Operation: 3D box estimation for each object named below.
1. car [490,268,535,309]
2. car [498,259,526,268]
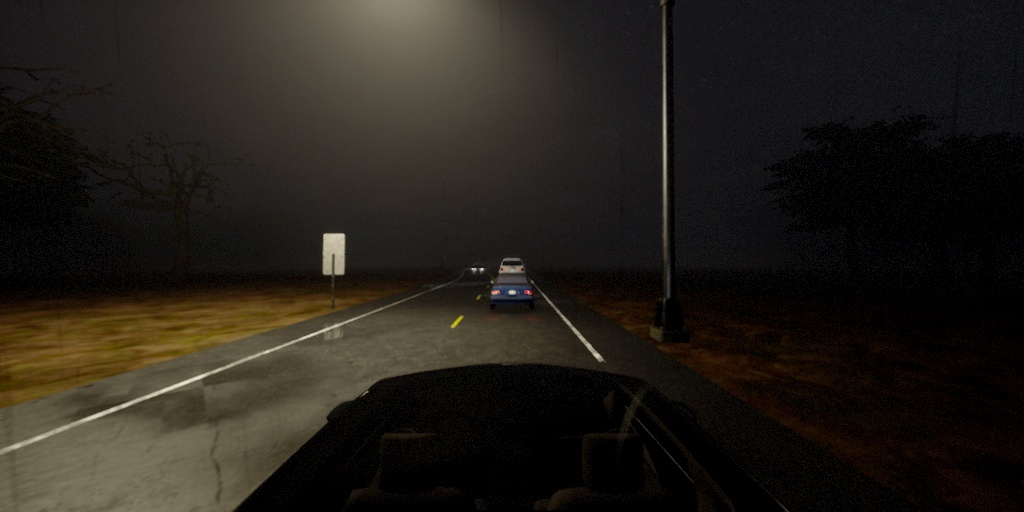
[{"bbox_3d":[0.010,1.433,15.861,2.033,1.411,5.357,0,-1,0],"label":"car"},{"bbox_3d":[0.020,1.245,30.874,2.150,2.045,5.566,0,0,0],"label":"car"}]
